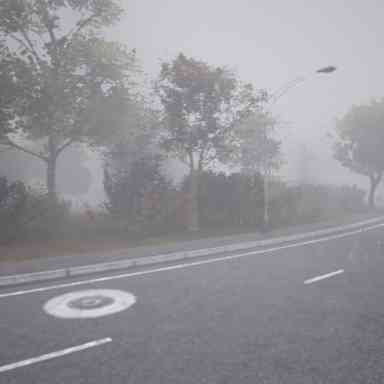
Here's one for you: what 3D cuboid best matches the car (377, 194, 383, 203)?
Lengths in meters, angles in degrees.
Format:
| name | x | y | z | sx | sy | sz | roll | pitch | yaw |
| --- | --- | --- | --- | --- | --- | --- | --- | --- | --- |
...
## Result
| name | x | y | z | sx | sy | sz | roll | pitch | yaw |
| --- | --- | --- | --- | --- | --- | --- | --- | --- | --- |
| car | 38.244 | 1.201 | 66.009 | 2.097 | 1.767 | 4.553 | 0 | 0 | 17 |
